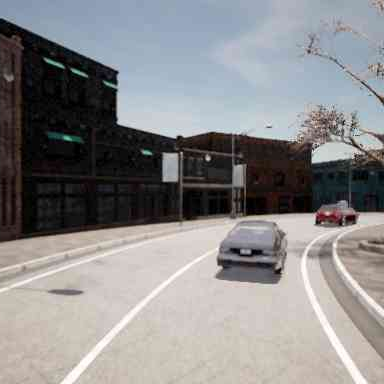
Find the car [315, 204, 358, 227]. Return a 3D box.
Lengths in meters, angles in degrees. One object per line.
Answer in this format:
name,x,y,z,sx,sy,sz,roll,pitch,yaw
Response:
car,11.879,1.774,27.109,2.097,1.767,4.553,1,0,43

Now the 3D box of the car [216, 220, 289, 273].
car,2.222,1.686,11.349,2.033,1.411,5.357,1,-1,18
